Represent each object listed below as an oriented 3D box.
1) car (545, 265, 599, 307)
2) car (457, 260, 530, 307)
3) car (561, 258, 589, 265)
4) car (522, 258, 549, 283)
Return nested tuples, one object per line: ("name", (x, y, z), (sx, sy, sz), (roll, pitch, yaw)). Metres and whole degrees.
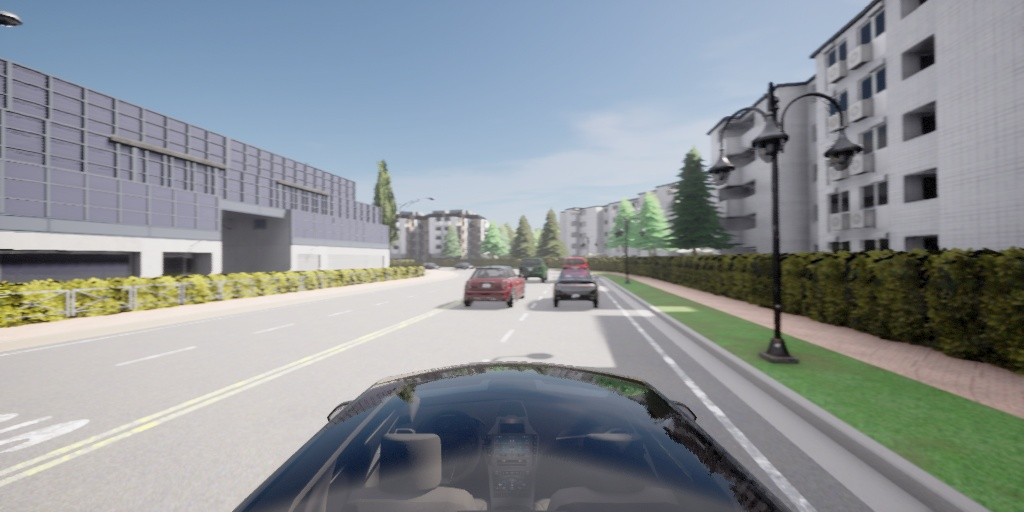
("car", (2.832, 1.335, 16.002), (2.128, 1.511, 4.902), (-1, 0, 10))
("car", (-0.654, 1.228, 16.403), (2.097, 1.767, 4.553), (-1, -1, 10))
("car", (5.356, 1.157, 30.520), (2.150, 2.045, 5.566), (-1, 0, 10))
("car", (1.907, 1.194, 31.109), (2.150, 2.045, 5.566), (-1, 0, 10))
